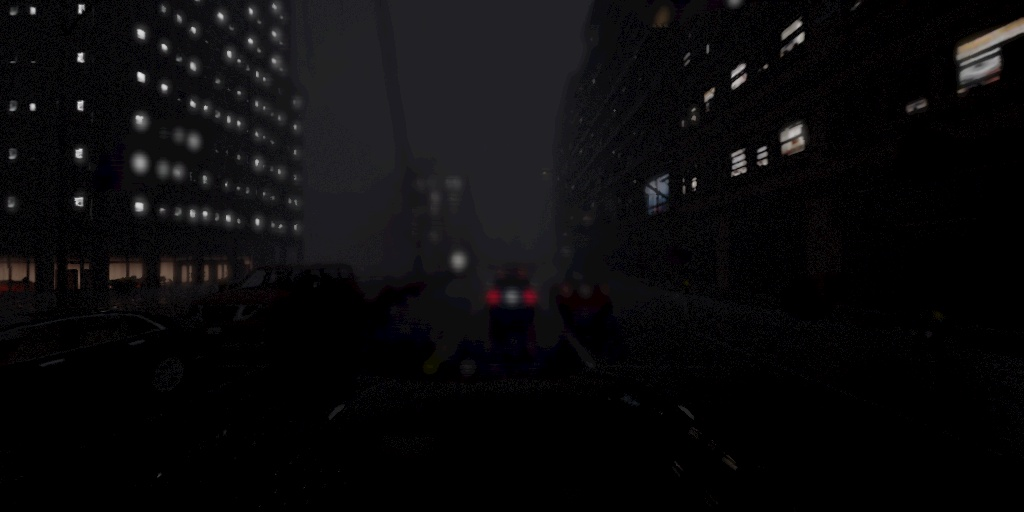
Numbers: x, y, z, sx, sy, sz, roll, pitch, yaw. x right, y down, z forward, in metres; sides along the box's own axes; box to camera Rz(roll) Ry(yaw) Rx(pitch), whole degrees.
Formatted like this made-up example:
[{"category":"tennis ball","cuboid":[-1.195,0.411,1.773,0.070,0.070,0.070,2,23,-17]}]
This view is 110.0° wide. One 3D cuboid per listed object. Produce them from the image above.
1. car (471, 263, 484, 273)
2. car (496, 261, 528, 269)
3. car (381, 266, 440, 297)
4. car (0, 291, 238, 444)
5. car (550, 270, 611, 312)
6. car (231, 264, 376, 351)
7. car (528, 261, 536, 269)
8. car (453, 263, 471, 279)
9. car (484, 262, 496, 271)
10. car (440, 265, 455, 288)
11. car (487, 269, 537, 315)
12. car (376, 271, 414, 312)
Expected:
[{"category":"car","cuboid":[-5.694,1.745,53.617,1.967,1.591,4.097,0,0,0]},{"category":"car","cuboid":[0.023,1.402,30.259,2.097,1.767,4.553,0,-1,1]},{"category":"car","cuboid":[-5.693,1.492,20.454,1.888,1.381,4.507,0,0,0]},{"category":"car","cuboid":[-5.692,1.323,3.872,2.007,1.370,4.403,0,0,0]},{"category":"car","cuboid":[2.688,1.328,14.926,1.967,1.591,4.097,0,0,0]},{"category":"car","cuboid":[-5.692,1.145,9.399,2.192,1.841,5.009,0,0,0]},{"category":"car","cuboid":[2.687,1.851,53.616,1.888,1.381,4.507,0,0,0]},{"category":"car","cuboid":[-5.693,1.563,37.036,1.967,1.591,4.097,0,0,0]},{"category":"car","cuboid":[-3.071,1.968,59.060,1.895,1.301,4.718,0,-1,0]},{"category":"car","cuboid":[-5.693,1.555,25.981,2.007,1.370,4.403,0,0,0]},{"category":"car","cuboid":[0.010,1.430,14.341,2.033,1.411,5.357,0,-1,0]},{"category":"car","cuboid":[-5.692,1.470,14.927,1.802,1.307,4.207,0,0,0]}]
